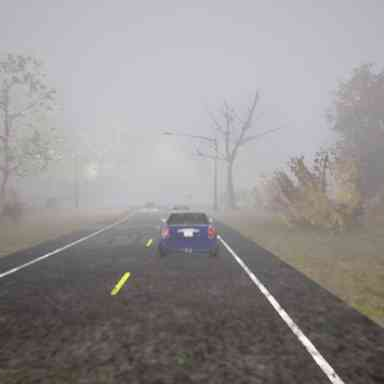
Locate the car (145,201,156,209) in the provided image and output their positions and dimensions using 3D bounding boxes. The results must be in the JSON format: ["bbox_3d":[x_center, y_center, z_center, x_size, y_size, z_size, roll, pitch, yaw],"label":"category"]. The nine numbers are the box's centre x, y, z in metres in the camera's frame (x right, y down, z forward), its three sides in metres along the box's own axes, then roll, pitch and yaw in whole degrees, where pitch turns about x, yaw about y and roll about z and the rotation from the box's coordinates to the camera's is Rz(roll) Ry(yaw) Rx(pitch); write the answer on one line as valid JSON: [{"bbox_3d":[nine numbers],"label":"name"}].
[{"bbox_3d":[-7.239,2.138,57.434,1.895,1.301,4.718,0,-1,-7],"label":"car"}]

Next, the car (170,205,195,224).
[{"bbox_3d":[-0.882,1.835,28.521,1.994,1.385,4.181,0,0,-4],"label":"car"}]

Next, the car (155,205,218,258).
[{"bbox_3d":[-0.176,1.481,13.476,2.097,1.767,4.553,0,-1,-2],"label":"car"}]
